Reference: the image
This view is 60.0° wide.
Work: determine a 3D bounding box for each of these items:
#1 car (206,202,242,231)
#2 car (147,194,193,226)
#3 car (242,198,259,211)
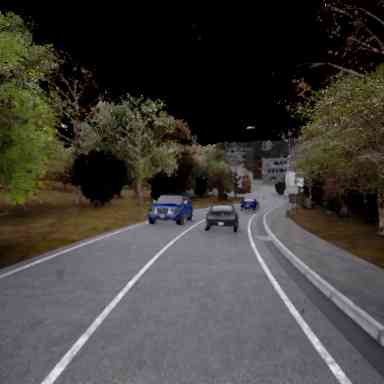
[{"bbox_3d":[1.985,1.487,20.709,1.837,1.490,4.892,1,0,9],"label":"car"},{"bbox_3d":[-1.340,1.140,23.263,2.150,2.045,5.566,1,0,11],"label":"car"},{"bbox_3d":[7.398,1.500,42.136,1.882,1.535,5.008,2,0,18],"label":"car"}]
